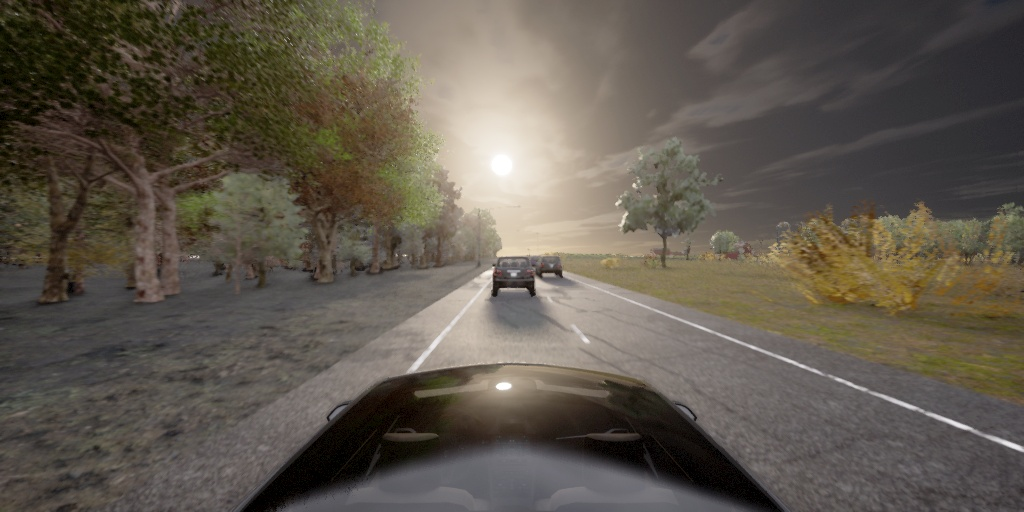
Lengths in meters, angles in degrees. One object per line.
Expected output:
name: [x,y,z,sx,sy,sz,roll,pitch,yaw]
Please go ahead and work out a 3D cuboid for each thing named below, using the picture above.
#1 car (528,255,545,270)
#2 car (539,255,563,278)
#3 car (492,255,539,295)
car: [3.529,0.949,52.615,2.150,2.045,5.566,0,0,0]
car: [3.488,0.960,34.173,2.150,2.045,5.566,0,1,0]
car: [0.084,0.970,19.747,2.150,2.045,5.566,0,0,0]
